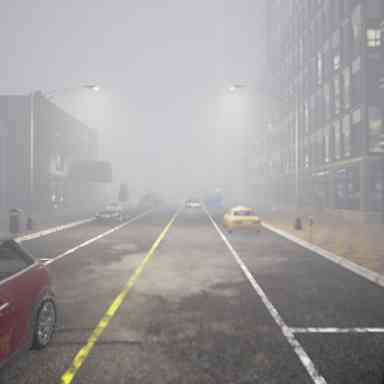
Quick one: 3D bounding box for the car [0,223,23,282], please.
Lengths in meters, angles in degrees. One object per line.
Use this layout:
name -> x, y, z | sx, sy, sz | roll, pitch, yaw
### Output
car -> -5.675, 1.529, 7.079 | 1.947, 1.339, 4.313 | 1, 0, 0

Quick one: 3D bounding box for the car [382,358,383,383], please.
car -> 2.670, 1.558, 1.377 | 1.947, 1.339, 4.313 | 1, 0, 0

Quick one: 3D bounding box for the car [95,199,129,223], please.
car -> -5.666, 1.426, 24.012 | 2.008, 1.369, 4.403 | 1, 0, 0

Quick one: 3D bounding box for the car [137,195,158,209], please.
car -> -5.657, 1.370, 40.944 | 1.802, 1.307, 4.206 | 1, 0, 0

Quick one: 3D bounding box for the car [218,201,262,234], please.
car -> 2.679, 1.429, 18.478 | 1.752, 1.417, 4.829 | 1, 0, 0

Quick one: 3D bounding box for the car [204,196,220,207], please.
car -> 2.693, 1.325, 46.528 | 1.947, 1.339, 4.313 | 1, 0, 0

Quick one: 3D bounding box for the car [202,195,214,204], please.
car -> 2.699, 1.268, 57.817 | 1.947, 1.339, 4.313 | 1, 0, 0

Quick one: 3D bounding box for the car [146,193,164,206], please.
car -> -5.650, 1.074, 46.586 | 2.192, 1.841, 5.009 | 1, 0, 0

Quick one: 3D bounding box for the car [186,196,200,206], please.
car -> 0.131, 1.308, 49.488 | 1.994, 1.385, 4.181 | 0, 0, 0

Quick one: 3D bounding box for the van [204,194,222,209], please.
van -> 2.694, 1.129, 40.883 | 1.690, 1.788, 3.998 | 1, 0, 0

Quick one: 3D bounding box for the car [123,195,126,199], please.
car -> -19.372, 1.359, 86.549 | 4.313, 1.339, 1.947 | -1, 0, 1

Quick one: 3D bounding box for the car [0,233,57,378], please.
car -> -3.086, 1.335, 3.110 | 2.097, 1.767, 4.553 | 0, 0, 0

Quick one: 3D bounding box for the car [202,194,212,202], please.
car -> 2.873, 1.198, 63.630 | 1.752, 1.417, 4.829 | 1, 0, 0

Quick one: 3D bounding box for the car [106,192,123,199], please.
car -> -19.485, 1.021, 78.171 | 5.009, 1.841, 2.192 | -1, 0, 1

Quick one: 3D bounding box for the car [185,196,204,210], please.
car -> 0.119, 1.401, 38.453 | 1.895, 1.301, 4.718 | 0, 0, 0
